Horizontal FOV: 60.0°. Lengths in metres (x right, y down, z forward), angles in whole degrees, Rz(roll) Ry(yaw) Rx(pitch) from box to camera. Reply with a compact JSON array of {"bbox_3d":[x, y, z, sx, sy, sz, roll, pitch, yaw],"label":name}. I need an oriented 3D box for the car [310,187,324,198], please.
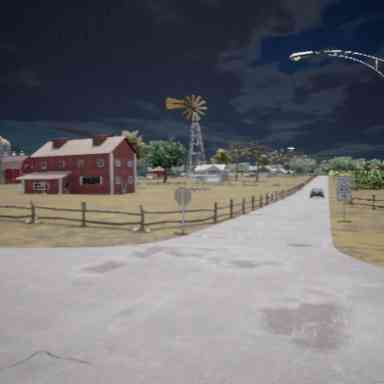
[{"bbox_3d":[20.866,-0.004,55.339,2.097,1.767,4.553,0,2,22],"label":"car"}]
